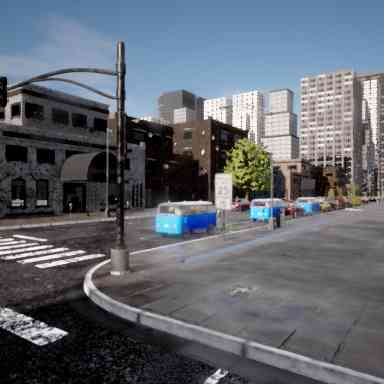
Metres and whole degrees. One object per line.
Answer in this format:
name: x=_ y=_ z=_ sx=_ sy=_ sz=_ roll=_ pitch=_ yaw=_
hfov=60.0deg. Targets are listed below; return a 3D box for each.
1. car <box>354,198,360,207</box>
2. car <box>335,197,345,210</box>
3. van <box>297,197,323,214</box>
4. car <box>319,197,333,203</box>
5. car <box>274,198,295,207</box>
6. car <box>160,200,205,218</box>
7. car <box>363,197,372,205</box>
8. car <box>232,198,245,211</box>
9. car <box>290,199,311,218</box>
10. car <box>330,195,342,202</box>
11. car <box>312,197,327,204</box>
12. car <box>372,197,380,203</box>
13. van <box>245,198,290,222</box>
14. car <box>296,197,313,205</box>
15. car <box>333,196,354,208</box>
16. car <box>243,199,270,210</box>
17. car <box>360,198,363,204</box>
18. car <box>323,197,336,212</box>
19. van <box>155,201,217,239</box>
car: x=25.136 y=1.517 z=53.882 sx=2.192 sy=1.841 sz=5.009 roll=0 pitch=0 yaw=35
car: x=18.805 y=1.730 z=44.831 sx=1.947 sy=1.339 sz=4.313 roll=0 pitch=0 yaw=35
van: x=12.477 y=1.469 z=35.781 sx=1.690 sy=1.788 sz=3.998 roll=0 pitch=0 yaw=35
car: x=30.935 y=1.793 z=76.798 sx=1.947 sy=1.339 sz=4.313 roll=0 pitch=0 yaw=35
car: x=15.113 y=1.666 z=54.174 sx=1.887 sy=1.381 sz=4.507 roll=0 pitch=0 yaw=35
car: x=-0.808 y=1.559 z=31.410 sx=1.752 sy=1.417 sz=4.829 roll=0 pitch=0 yaw=35
car: x=34.628 y=1.810 z=67.456 sx=1.887 sy=1.381 sz=4.507 roll=0 pitch=0 yaw=35
car: x=5.620 y=1.507 z=40.600 sx=1.967 sy=1.590 sz=4.097 roll=0 pitch=0 yaw=35
car: x=9.311 y=1.656 z=31.256 sx=1.887 sy=1.381 sz=4.507 roll=0 pitch=0 yaw=35
car: x=37.265 y=1.713 z=85.848 sx=1.967 sy=1.590 sz=4.097 roll=0 pitch=0 yaw=35
car: x=27.674 y=1.729 z=72.134 sx=1.752 sy=1.417 sz=4.829 roll=0 pitch=0 yaw=35
car: x=44.123 y=1.900 z=81.031 sx=1.947 sy=1.339 sz=4.313 roll=0 pitch=0 yaw=35
van: x=6.148 y=1.436 z=26.732 sx=1.690 sy=1.788 sz=3.998 roll=0 pitch=0 yaw=35
car: x=21.442 y=1.706 z=63.223 sx=1.887 sy=1.381 sz=4.507 roll=0 pitch=0 yaw=35
car: x=21.971 y=1.498 z=49.357 sx=2.192 sy=1.841 sz=5.009 roll=0 pitch=0 yaw=35
car: x=8.784 y=1.629 z=45.125 sx=1.887 sy=1.381 sz=4.507 roll=0 pitch=0 yaw=35
car: x=28.397 y=1.749 z=58.546 sx=1.752 sy=1.417 sz=4.829 roll=0 pitch=0 yaw=35
car: x=15.738 y=1.671 z=40.446 sx=1.752 sy=1.417 sz=4.829 roll=0 pitch=0 yaw=35
van: x=-0.182 y=1.407 z=17.682 sx=1.690 sy=1.788 sz=3.998 roll=0 pitch=0 yaw=35
